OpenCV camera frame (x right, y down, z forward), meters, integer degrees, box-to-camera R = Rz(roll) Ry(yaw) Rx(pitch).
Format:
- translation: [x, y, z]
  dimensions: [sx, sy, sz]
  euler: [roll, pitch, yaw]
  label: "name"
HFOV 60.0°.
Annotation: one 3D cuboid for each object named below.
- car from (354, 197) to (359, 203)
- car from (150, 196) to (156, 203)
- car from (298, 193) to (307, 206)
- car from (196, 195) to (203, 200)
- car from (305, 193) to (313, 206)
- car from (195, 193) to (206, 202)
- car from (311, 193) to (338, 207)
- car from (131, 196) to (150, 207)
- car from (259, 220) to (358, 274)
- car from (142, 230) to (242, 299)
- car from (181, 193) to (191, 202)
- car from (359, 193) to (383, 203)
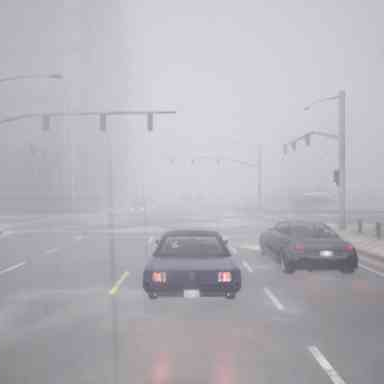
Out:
- translation: [39.120, 1.440, 74.255]
  dimensions: [3.905, 1.438, 1.784]
  euler: [0, 0, -1]
  label: "car"
- translation: [-8.260, 1.512, 66.878]
  dimensions: [2.128, 1.511, 4.902]
  euler: [0, 0, 0]
  label: "car"
- translation: [24.060, 1.227, 65.692]
  dimensions: [4.605, 1.855, 1.932]
  euler: [0, 0, -1]
  label: "car"
- translation: [1.964, 1.411, 86.857]
  dimensions: [1.812, 1.442, 4.674]
  euler: [0, 0, -1]
  label: "car"
- translation: [24.131, 1.437, 63.009]
  dimensions: [3.905, 1.438, 1.784]
  euler: [0, 0, -1]
  label: "car"
- translation: [2.117, 1.237, 76.466]
  dimensions: [2.150, 2.045, 5.566]
  euler: [0, 0, -1]
  label: "car"
- translation: [24.152, 1.468, 60.114]
  dimensions: [3.806, 1.475, 1.970]
  euler: [0, 0, -1]
  label: "car"
- translation: [-8.091, 1.519, 50.929]
  dimensions: [1.837, 1.490, 4.892]
  euler: [0, 0, -1]
  label: "car"
- translation: [3.464, 1.567, 10.631]
  dimensions: [1.994, 1.385, 4.181]
  euler: [0, 0, -1]
  label: "car"
- translation: [-0.009, 1.603, 8.400]
  dimensions: [1.895, 1.301, 4.718]
  euler: [0, 0, 0]
  label: "car"
- translation: [-1.383, 1.237, 76.415]
  dimensions: [2.150, 2.045, 5.566]
  euler: [0, 0, -1]
  label: "car"
- translation: [39.078, 1.229, 71.358]
  dimensions: [4.605, 1.855, 1.932]
  euler: [0, 0, -1]
  label: "car"
